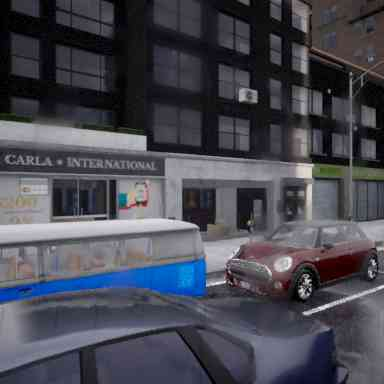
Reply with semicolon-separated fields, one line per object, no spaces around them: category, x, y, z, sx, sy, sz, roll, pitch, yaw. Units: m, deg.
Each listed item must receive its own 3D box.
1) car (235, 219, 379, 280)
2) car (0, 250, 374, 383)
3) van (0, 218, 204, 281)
car;2.751;1.440;8.160;4.097;1.590;1.967;0;0;-36
car;-1.071;1.547;2.305;5.357;1.411;2.033;0;0;-36
van;-1.651;1.341;5.011;3.998;1.788;1.690;0;0;-36
